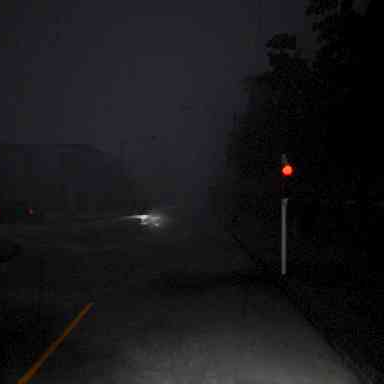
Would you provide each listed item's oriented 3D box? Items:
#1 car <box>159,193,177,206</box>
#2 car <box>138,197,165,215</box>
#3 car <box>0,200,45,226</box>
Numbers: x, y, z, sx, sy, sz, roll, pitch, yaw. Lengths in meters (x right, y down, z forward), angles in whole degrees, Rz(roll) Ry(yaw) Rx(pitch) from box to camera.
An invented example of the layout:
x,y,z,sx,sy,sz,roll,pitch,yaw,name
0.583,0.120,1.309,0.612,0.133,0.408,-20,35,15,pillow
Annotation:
x,y,z,sx,sy,sz,roll,pitch,yaw,name
-4.051,1.159,53.502,2.150,2.045,5.566,0,0,0,car
-4.074,1.525,32.889,1.994,1.385,4.181,0,0,0,car
-12.521,1.326,22.368,4.553,1.767,2.097,0,0,-2,car
